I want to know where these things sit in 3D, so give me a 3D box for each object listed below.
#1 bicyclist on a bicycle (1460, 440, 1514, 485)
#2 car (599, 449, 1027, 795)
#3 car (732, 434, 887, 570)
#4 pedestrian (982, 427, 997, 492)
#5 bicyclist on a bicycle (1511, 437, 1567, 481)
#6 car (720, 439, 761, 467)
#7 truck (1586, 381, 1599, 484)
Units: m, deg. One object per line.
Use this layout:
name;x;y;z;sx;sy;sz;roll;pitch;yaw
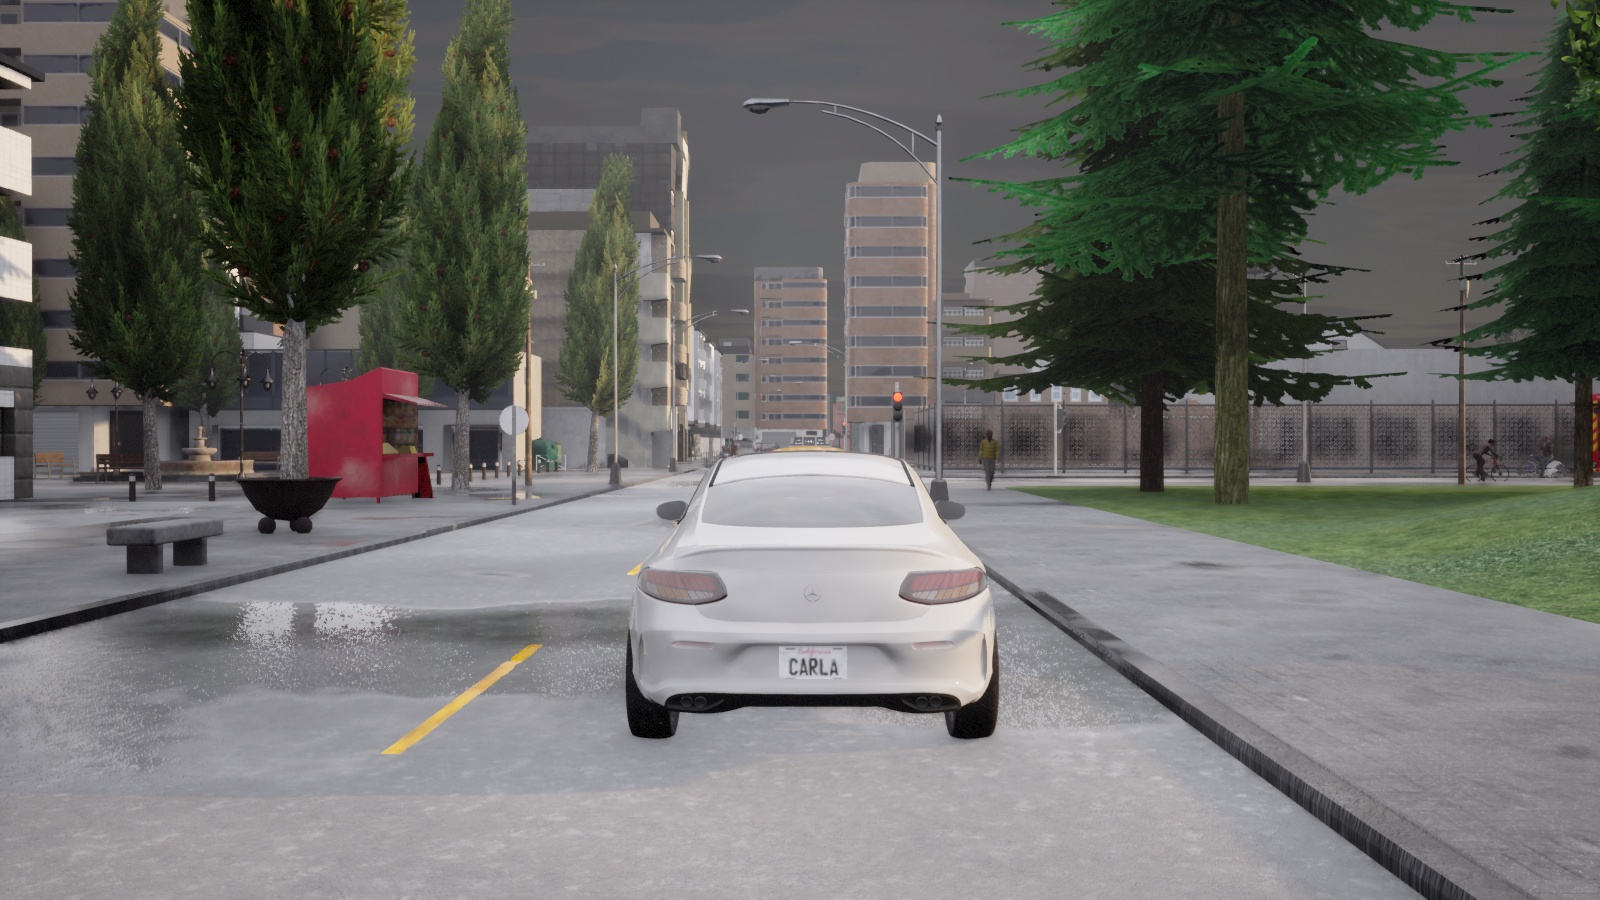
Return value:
bicyclist on a bicycle;25.440;0.457;46.501;1.656;1.620;0.582;0;0;0
car;0.067;0.729;7.659;1.812;1.442;4.674;0;0;0
car;0.130;0.588;17.254;1.801;1.575;5.366;0;0;0
pedestrian;5.420;0.258;35.959;0.370;1.835;0.726;0;0;4
bicyclist on a bicycle;29.694;0.356;50.476;1.843;1.776;0.659;0;0;0
car;-3.564;0.155;76.275;2.242;1.667;4.611;0;1;0
truck;34.180;-0.653;46.429;8.468;3.827;2.891;0;0;-1
